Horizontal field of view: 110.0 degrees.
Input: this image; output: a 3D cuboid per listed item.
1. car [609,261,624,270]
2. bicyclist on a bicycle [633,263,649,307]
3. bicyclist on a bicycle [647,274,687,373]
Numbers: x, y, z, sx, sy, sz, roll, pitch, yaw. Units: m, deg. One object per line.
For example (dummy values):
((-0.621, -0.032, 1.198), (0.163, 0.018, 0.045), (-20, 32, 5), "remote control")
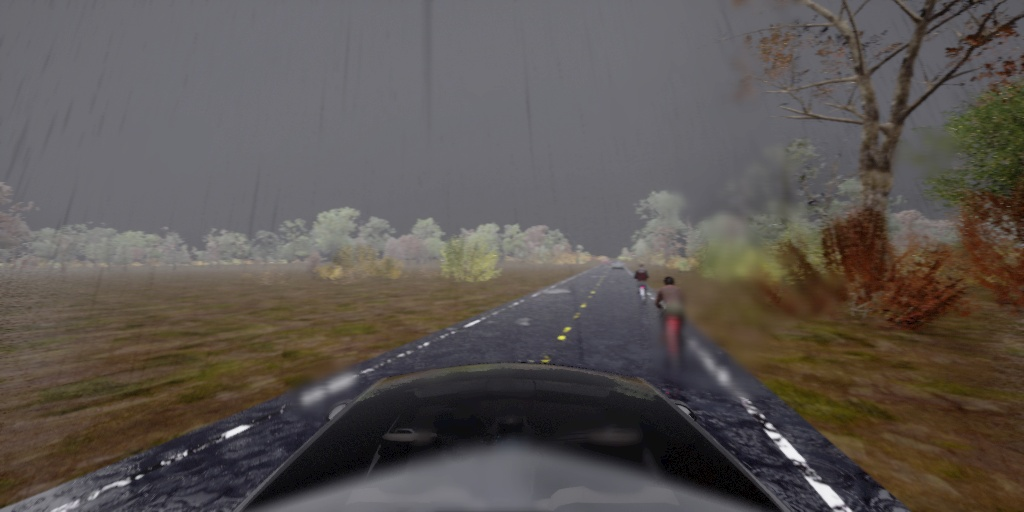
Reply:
((17.609, 1.631, 59.517), (1.994, 1.385, 4.181), (-1, -1, 16), "car")
((5.351, 1.173, 14.833), (0.659, 1.776, 1.843), (-1, 0, 16), "bicyclist on a bicycle")
((2.948, 1.206, 6.624), (0.582, 1.620, 1.656), (-2, -1, 16), "bicyclist on a bicycle")
